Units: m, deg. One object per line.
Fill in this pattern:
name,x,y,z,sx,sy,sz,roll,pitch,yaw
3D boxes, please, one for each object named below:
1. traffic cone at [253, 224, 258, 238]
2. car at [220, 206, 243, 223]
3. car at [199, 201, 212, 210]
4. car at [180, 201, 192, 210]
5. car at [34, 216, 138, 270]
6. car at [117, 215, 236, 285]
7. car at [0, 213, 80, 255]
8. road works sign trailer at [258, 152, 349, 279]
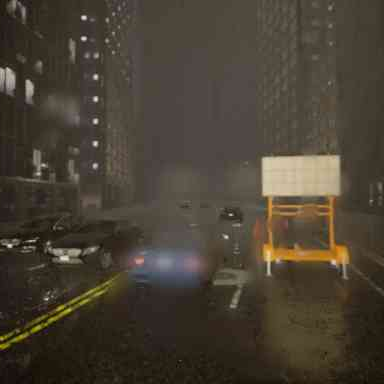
traffic cone,3.438,2.138,17.657,0.340,0.580,0.340,0,-1,11
car,3.479,1.876,29.203,1.994,1.385,4.181,0,-1,8
car,2.247,2.170,53.898,1.994,1.385,4.181,0,-1,2
car,-0.945,2.170,54.659,2.033,1.411,5.357,0,-1,2
car,-3.170,1.680,11.854,1.812,1.442,4.674,0,-1,12
car,-0.055,1.662,9.887,2.033,1.411,5.357,0,-1,13
car,-5.984,1.701,14.197,1.837,1.490,4.892,0,-1,12
road works sign trailer,3.411,0.566,10.541,2.380,3.560,2.880,0,-1,11
